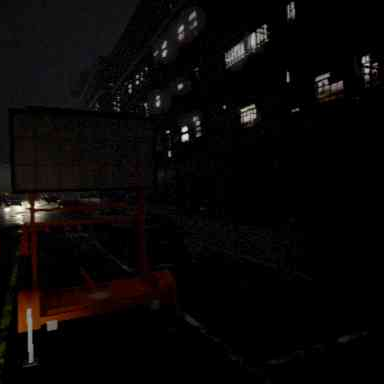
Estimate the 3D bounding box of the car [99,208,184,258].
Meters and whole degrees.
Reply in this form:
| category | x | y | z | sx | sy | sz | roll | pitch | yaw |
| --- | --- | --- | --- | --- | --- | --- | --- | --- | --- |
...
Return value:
| category | x | y | z | sx | sy | sz | roll | pitch | yaw |
| --- | --- | --- | --- | --- | --- | --- | --- | --- | --- |
| car | -1.823 | 1.343 | 11.862 | 1.887 | 1.381 | 4.507 | -1 | 1 | -26 |

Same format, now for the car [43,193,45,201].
| category | x | y | z | sx | sy | sz | roll | pitch | yaw |
| --- | --- | --- | --- | --- | --- | --- | --- | --- | --- |
| car | -23.744 | 1.135 | 56.551 | 1.887 | 1.381 | 4.507 | -1 | 0 | -26 |

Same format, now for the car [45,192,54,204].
| category | x | y | z | sx | sy | sz | roll | pitch | yaw |
| --- | --- | --- | --- | --- | --- | --- | --- | --- | --- |
| car | -21.308 | 1.151 | 51.586 | 1.887 | 1.381 | 4.507 | -1 | 0 | -26 |

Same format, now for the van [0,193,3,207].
| category | x | y | z | sx | sy | sz | roll | pitch | yaw |
| --- | --- | --- | --- | --- | --- | --- | --- | --- | --- |
| van | -25.972 | 1.235 | 43.206 | 1.690 | 1.788 | 3.998 | -1 | 0 | -26 |

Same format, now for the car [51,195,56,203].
| category | x | y | z | sx | sy | sz | roll | pitch | yaw |
| --- | --- | --- | --- | --- | --- | --- | --- | --- | --- |
| car | -14.002 | 1.219 | 36.690 | 2.008 | 1.369 | 4.403 | -1 | 1 | -26 |

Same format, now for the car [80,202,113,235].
| category | x | y | z | sx | sy | sz | roll | pitch | yaw |
| --- | --- | --- | --- | --- | --- | --- | --- | --- | --- |
| car | -4.334 | 1.294 | 16.981 | 1.752 | 1.417 | 4.829 | -1 | 1 | -26 |

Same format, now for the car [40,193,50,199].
| category | x | y | z | sx | sy | sz | roll | pitch | yaw |
| --- | --- | --- | --- | --- | --- | --- | --- | --- | --- |
| car | -35.954 | 0.970 | 81.366 | 1.967 | 1.590 | 4.097 | -1 | 0 | -26 |

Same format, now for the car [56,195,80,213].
| category | x | y | z | sx | sy | sz | roll | pitch | yaw |
| --- | --- | --- | --- | --- | --- | --- | --- | --- | --- |
| car | -11.566 | 1.237 | 31.723 | 1.887 | 1.381 | 4.507 | -1 | 1 | -26 |

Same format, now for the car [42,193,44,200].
| category | x | y | z | sx | sy | sz | roll | pitch | yaw |
| --- | --- | --- | --- | --- | --- | --- | --- | --- | --- |
| car | -26.174 | 1.015 | 61.520 | 1.967 | 1.590 | 4.097 | -1 | 0 | -26 |

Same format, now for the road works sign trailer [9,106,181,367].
| category | x | y | z | sx | sy | sz | roll | pitch | yaw |
| --- | --- | --- | --- | --- | --- | --- | --- | --- | --- |
| road works sign trailer | -1.827 | 0.381 | 5.914 | 2.380 | 3.560 | 2.880 | -2 | 1 | -26 |

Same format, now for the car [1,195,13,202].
| category | x | y | z | sx | sy | sz | roll | pitch | yaw |
| --- | --- | --- | --- | --- | --- | --- | --- | --- | --- |
| car | -40.584 | 1.373 | 73.002 | 1.947 | 1.339 | 4.313 | -1 | 0 | -26 |

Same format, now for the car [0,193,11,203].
| category | x | y | z | sx | sy | sz | roll | pitch | yaw |
| --- | --- | --- | --- | --- | --- | --- | --- | --- | --- |
| car | -35.714 | 1.146 | 63.068 | 2.192 | 1.841 | 5.009 | -1 | 0 | -26 |

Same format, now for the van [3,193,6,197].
| category | x | y | z | sx | sy | sz | roll | pitch | yaw |
| --- | --- | --- | --- | --- | --- | --- | --- | --- | --- |
| van | -28.409 | 1.217 | 48.172 | 1.690 | 1.788 | 3.998 | -1 | 0 | -26 |

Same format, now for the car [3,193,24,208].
| category | x | y | z | sx | sy | sz | roll | pitch | yaw |
| --- | --- | --- | --- | --- | --- | --- | --- | --- | --- |
| car | -24.356 | 1.327 | 45.691 | 1.812 | 1.442 | 4.674 | -2 | 1 | -26 |
